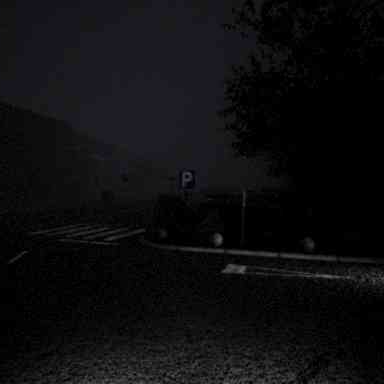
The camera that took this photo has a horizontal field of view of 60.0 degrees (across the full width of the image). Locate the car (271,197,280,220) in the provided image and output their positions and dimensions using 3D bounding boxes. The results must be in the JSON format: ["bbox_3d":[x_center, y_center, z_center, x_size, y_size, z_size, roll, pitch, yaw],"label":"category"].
[{"bbox_3d":[3.527,1.287,23.766,4.792,1.488,2.163,1,2,19],"label":"car"}]

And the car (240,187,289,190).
[{"bbox_3d":[8.008,0.676,36.887,4.553,1.767,2.185,1,2,19],"label":"car"}]

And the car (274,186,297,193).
[{"bbox_3d":[21.407,-0.548,76.289,5.008,1.535,2.097,1,2,19],"label":"car"}]

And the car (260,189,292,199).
[{"bbox_3d":[13.323,0.290,52.666,4.792,1.488,2.163,1,2,19],"label":"car"}]

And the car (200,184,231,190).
[{"bbox_3d":[4.247,-0.523,66.551,5.566,2.045,2.435,1,2,19],"label":"car"}]

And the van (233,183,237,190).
[{"bbox_3d":[7.098,-0.766,74.461,4.442,1.987,1.878,1,2,19],"label":"van"}]

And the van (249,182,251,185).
[{"bbox_3d":[13.433,-1.454,93.030,4.442,1.987,1.878,1,2,19],"label":"van"}]

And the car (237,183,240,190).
[{"bbox_3d":[7.886,-0.633,77.160,5.008,1.535,2.097,1,2,19],"label":"car"}]

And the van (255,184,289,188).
[{"bbox_3d":[11.671,0.216,47.359,4.442,1.987,1.878,1,2,19],"label":"van"}]

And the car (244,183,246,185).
[{"bbox_3d":[10.633,-0.886,85.107,4.792,1.488,2.163,1,2,19],"label":"car"}]

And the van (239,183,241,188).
[{"bbox_3d":[8.687,-0.952,79.843,4.442,1.987,1.878,1,2,19],"label":"van"}]

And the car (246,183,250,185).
[{"bbox_3d":[12.422,-1.122,90.420,4.892,1.521,2.231,1,2,19],"label":"car"}]

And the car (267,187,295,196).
[{"bbox_3d":[16.939,-0.096,63.156,4.892,1.521,2.231,1,2,19],"label":"car"}]

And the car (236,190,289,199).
[{"bbox_3d":[7.087,0.892,34.274,5.008,1.535,2.097,1,2,19],"label":"car"}]

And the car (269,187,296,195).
[{"bbox_3d":[17.834,-0.187,65.782,5.008,1.535,2.097,1,2,19],"label":"car"}]

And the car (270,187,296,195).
[{"bbox_3d":[18.729,-0.277,68.408,5.008,1.535,2.097,1,2,19],"label":"car"}]

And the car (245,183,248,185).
[{"bbox_3d":[11.509,-0.978,87.773,4.674,1.452,2.002,1,2,19],"label":"car"}]

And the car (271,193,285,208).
[{"bbox_3d":[5.318,1.104,29.018,4.792,1.488,2.163,1,2,19],"label":"car"}]

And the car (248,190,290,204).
[{"bbox_3d":[9.764,0.620,42.154,5.008,1.535,2.097,1,2,19],"label":"car"}]

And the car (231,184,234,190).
[{"bbox_3d":[6.084,-0.412,71.855,4.674,1.452,2.002,1,2,19],"label":"car"}]

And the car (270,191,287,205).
[{"bbox_3d":[6.180,0.984,31.653,4.892,1.521,2.231,1,2,19],"label":"car"}]

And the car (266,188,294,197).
[{"bbox_3d":[16.065,0.022,60.524,4.792,1.488,2.163,1,2,19],"label":"car"}]

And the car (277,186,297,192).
[{"bbox_3d":[24.127,-0.811,84.160,4.792,1.488,2.163,1,2,19],"label":"car"}]

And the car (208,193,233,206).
[{"bbox_3d":[3.442,0.826,39.070,1.895,1.301,4.718,1,2,19],"label":"car"}]

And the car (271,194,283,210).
[{"bbox_3d":[4.219,1.160,26.462,5.366,1.575,1.946,1,2,19],"label":"car"}]

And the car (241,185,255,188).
[{"bbox_3d":[10.587,0.014,59.993,1.837,1.490,4.892,1,2,19],"label":"car"}]

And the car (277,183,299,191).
[{"bbox_3d":[25.919,-1.302,89.399,5.566,2.045,2.435,1,3,19],"label":"car"}]

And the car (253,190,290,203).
[{"bbox_3d":[10.661,0.570,44.783,4.674,1.452,2.002,1,2,19],"label":"car"}]

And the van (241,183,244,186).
[{"bbox_3d":[9.812,-1.044,82.418,4.442,1.987,1.878,1,2,19],"label":"van"}]

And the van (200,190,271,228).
[{"bbox_3d":[2.494,1.122,21.181,4.442,1.987,1.878,1,2,19],"label":"van"}]

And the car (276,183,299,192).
[{"bbox_3d":[24.969,-1.197,86.792,5.566,2.045,2.435,1,2,19],"label":"car"}]
